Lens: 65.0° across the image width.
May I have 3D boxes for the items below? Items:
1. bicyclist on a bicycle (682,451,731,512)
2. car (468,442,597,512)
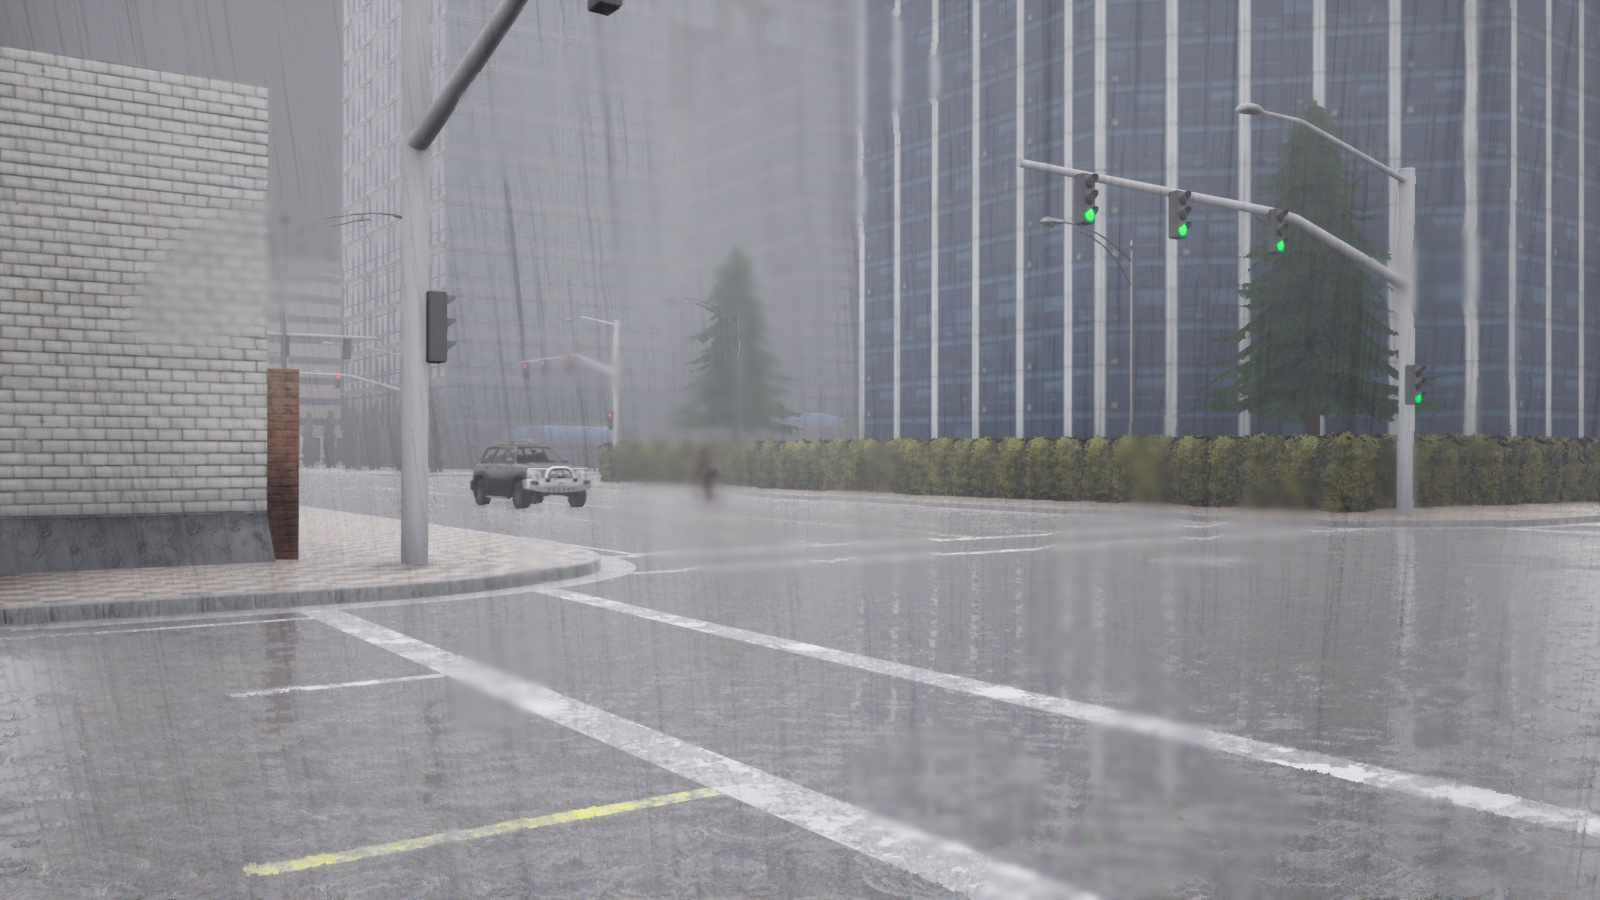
[{"bbox_3d":[-2.579,0.843,34.458,0.582,1.620,1.656,0,0,-35],"label":"bicyclist on a bicycle"},{"bbox_3d":[-7.647,0.720,35.594,1.932,1.855,4.605,0,0,-35],"label":"car"}]
